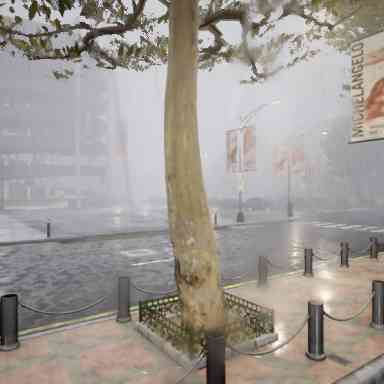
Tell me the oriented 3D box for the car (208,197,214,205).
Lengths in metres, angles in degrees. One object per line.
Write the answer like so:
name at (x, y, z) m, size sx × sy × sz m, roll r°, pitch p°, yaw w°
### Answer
car at (4.178, 1.547, 55.966) m, size 2.033 × 1.411 × 5.357 m, roll 0°, pitch 0°, yaw -36°

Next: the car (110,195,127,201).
car at (-18.488, 1.427, 77.735) m, size 5.008 × 1.535 × 1.882 m, roll 0°, pitch 0°, yaw 12°

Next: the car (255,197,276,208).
car at (9.825, 1.505, 48.023) m, size 1.837 × 1.490 × 4.892 m, roll 0°, pitch 0°, yaw -36°

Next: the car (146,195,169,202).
car at (-7.932, 1.525, 77.283) m, size 4.902 × 1.511 × 2.128 m, roll 0°, pitch 0°, yaw 26°

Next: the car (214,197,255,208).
car at (5.980, 1.547, 47.423) m, size 2.033 × 1.411 × 5.357 m, roll 0°, pitch 0°, yaw -35°

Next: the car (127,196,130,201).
car at (-17.525, 1.440, 81.099) m, size 4.892 × 1.490 × 1.837 m, roll 0°, pitch 0°, yaw 12°

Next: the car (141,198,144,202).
car at (-8.956, 1.478, 73.872) m, size 5.008 × 1.535 × 1.882 m, roll 0°, pitch 0°, yaw 30°

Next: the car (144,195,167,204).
car at (-6.310, 1.504, 62.950) m, size 4.892 × 1.490 × 1.837 m, roll 0°, pitch 0°, yaw 42°
